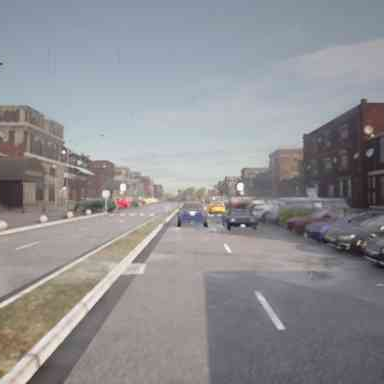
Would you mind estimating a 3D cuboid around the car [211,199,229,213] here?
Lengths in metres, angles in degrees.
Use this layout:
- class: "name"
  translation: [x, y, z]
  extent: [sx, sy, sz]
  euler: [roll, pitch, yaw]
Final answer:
- class: "car"
  translation: [2.980, 1.903, 40.622]
  extent: [1.882, 1.535, 5.008]
  euler: [0, -1, 0]

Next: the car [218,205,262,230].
- class: "car"
  translation: [3.034, 1.748, 22.045]
  extent: [1.895, 1.301, 4.718]
  euler: [0, -1, 0]

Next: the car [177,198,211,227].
- class: "car"
  translation: [0.024, 1.530, 24.559]
  extent: [2.097, 1.767, 4.553]
  euler: [0, -1, 0]

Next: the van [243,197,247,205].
- class: "van"
  translation: [7.429, 1.537, 31.698]
  extent: [4.442, 1.987, 1.878]
  euler: [0, -1, 0]

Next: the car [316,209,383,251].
- class: "car"
  translation: [7.609, 1.535, 12.403]
  extent: [4.892, 1.521, 2.231]
  euler: [0, 0, 0]

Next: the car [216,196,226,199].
- class: "car"
  translation: [7.445, 1.868, 56.517]
  extent: [5.566, 2.045, 2.435]
  euler: [0, -1, 0]

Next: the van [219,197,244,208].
- class: "van"
  translation: [7.341, 1.955, 62.033]
  extent: [4.442, 1.987, 1.878]
  euler: [0, -1, 0]

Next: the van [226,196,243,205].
- class: "van"
  translation: [7.615, 1.790, 48.242]
  extent: [4.442, 1.987, 1.878]
  euler: [0, -1, 0]

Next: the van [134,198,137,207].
- class: "van"
  translation: [-13.171, 1.953, 61.980]
  extent: [4.442, 1.987, 1.878]
  euler: [0, -1, 0]

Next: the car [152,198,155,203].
- class: "car"
  translation: [-13.263, 2.389, 87.115]
  extent: [5.366, 1.575, 1.946]
  euler: [0, -1, 0]

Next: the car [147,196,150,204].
- class: "car"
  translation: [-13.076, 2.323, 78.655]
  extent: [4.892, 1.521, 2.231]
  euler: [0, 0, 0]

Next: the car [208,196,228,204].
- class: "car"
  translation: [7.333, 2.266, 95.114]
  extent: [5.566, 2.045, 2.435]
  euler: [0, -1, 0]

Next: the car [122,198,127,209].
- class: "car"
  translation: [-13.036, 2.081, 50.988]
  extent: [4.792, 1.488, 2.163]
  euler: [0, -1, 0]

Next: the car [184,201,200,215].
- class: "car"
  translation: [-0.021, 1.914, 41.326]
  extent: [1.882, 1.535, 5.008]
  euler: [0, -1, 0]

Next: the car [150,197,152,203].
- class: "car"
  translation: [-13.077, 2.343, 81.559]
  extent: [5.008, 1.535, 2.097]
  euler: [0, 0, 0]

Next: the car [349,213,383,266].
- class: "car"
  translation: [7.616, 1.517, 9.646]
  extent: [4.892, 1.521, 2.231]
  euler: [0, 0, 0]

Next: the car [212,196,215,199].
- class: "car"
  translation: [7.386, 2.181, 75.822]
  extent: [4.553, 1.767, 2.185]
  euler: [0, 0, 0]

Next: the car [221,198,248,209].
- class: "car"
  translation: [7.497, 2.026, 59.274]
  extent: [4.553, 1.767, 2.185]
  euler: [0, -1, 0]

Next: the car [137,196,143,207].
- class: "car"
  translation: [-13.026, 1.956, 64.880]
  extent: [5.566, 2.045, 2.435]
  euler: [0, -1, 0]

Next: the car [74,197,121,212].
- class: "car"
  translation: [-13.103, 1.723, 45.309]
  extent: [5.566, 2.045, 2.435]
  euler: [0, -1, 0]

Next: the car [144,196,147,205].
- class: "car"
  translation: [-13.058, 2.279, 73.096]
  extent: [5.008, 1.535, 2.097]
  euler: [0, 0, 0]

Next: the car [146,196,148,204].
- class: "car"
  translation: [-13.096, 2.330, 75.875]
  extent: [4.792, 1.488, 2.163]
  euler: [0, 0, 0]

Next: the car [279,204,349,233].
- class: "car"
  translation: [7.592, 1.582, 17.914]
  extent: [5.008, 1.535, 2.097]
  euler: [0, -1, 0]

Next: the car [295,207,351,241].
- class: "car"
  translation: [7.565, 1.586, 15.158]
  extent: [4.792, 1.488, 2.163]
  euler: [0, 0, 0]

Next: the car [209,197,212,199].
- class: "car"
  translation: [7.381, 2.078, 78.581]
  extent: [5.566, 2.045, 2.435]
  euler: [0, 0, 0]

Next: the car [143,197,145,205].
- class: "car"
  translation: [-12.873, 2.231, 67.661]
  extent: [5.366, 1.575, 1.946]
  euler: [0, -1, 0]

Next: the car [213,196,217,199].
- class: "car"
  translation: [7.619, 2.258, 70.306]
  extent: [5.366, 1.575, 1.946]
  euler: [0, 0, 0]

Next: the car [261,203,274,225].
- class: "car"
  translation: [7.573, 1.684, 23.425]
  extent: [4.674, 1.452, 2.002]
  euler: [0, -1, 0]

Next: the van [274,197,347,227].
- class: "van"
  translation: [7.694, 1.383, 20.551]
  extent: [4.442, 1.987, 1.878]
  euler: [0, -1, 0]

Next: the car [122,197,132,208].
- class: "car"
  translation: [-13.088, 1.833, 53.645]
  extent: [5.566, 2.045, 2.435]
  euler: [0, -1, 0]

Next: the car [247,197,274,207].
- class: "car"
  translation: [7.534, 1.428, 26.188]
  extent: [5.566, 2.045, 2.435]
  euler: [0, -1, 0]

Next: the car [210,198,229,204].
- class: "car"
  translation: [7.372, 2.432, 89.600]
  extent: [5.008, 1.535, 2.097]
  euler: [0, -1, 0]
